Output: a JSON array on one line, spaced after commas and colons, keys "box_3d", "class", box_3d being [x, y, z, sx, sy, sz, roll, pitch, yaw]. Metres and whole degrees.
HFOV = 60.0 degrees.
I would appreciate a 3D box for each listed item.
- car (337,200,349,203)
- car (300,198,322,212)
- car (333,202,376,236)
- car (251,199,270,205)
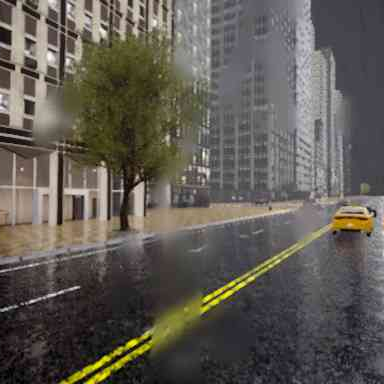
[{"box_3d": [22.259, 1.883, 48.843, 2.033, 1.411, 5.357, 0, 0, 30], "class": "car"}, {"box_3d": [15.767, 1.655, 44.095, 2.097, 1.767, 4.553, 0, 0, 30], "class": "car"}, {"box_3d": [9.586, 1.613, 19.691, 1.882, 1.535, 5.008, 0, -1, 30], "class": "car"}, {"box_3d": [15.623, 2.354, 75.874, 4.403, 1.369, 2.008, -1, -1, 29], "class": "car"}]
